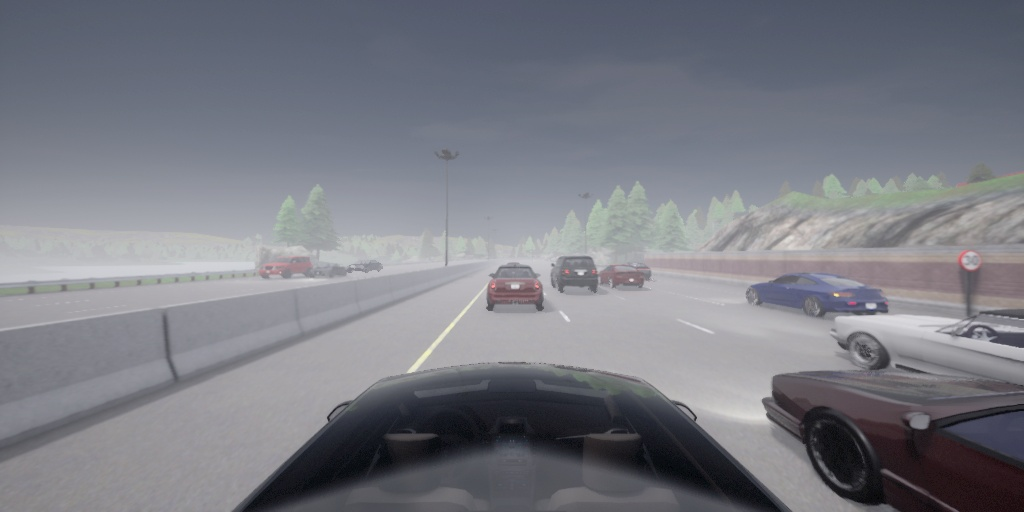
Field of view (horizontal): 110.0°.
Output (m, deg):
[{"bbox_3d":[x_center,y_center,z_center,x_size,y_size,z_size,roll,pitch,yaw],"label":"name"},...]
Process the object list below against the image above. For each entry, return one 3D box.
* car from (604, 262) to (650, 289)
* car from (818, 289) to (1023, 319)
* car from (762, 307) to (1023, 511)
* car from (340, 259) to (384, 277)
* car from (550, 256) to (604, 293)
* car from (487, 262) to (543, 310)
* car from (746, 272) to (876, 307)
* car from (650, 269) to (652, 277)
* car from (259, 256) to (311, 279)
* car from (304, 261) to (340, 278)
[{"bbox_3d":[7.118,1.269,23.794,1.882,1.535,5.008,0,0,0],"label":"car"},{"bbox_3d":[7.105,1.358,4.795,1.895,1.301,4.718,0,0,0],"label":"car"},{"bbox_3d":[3.601,1.298,1.346,2.033,1.411,5.357,0,0,0],"label":"car"},{"bbox_3d":[-13.972,0.960,34.367,2.033,1.411,5.357,0,0,0],"label":"car"},{"bbox_3d":[3.616,1.010,21.496,2.150,2.045,5.566,0,0,0],"label":"car"},{"bbox_3d":[0.112,1.126,15.010,2.097,1.767,4.553,0,0,0],"label":"car"},{"bbox_3d":[10.610,1.299,12.891,1.812,1.442,4.674,0,0,0],"label":"car"},{"bbox_3d":[10.624,1.299,31.534,2.128,1.511,4.902,0,0,0],"label":"car"},{"bbox_3d":[-20.980,1.027,33.618,2.150,2.045,5.566,0,0,0],"label":"car"},{"bbox_3d":[-17.474,1.377,34.278,1.994,1.385,4.181,0,0,0],"label":"car"}]
